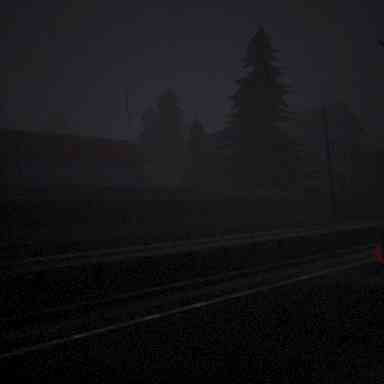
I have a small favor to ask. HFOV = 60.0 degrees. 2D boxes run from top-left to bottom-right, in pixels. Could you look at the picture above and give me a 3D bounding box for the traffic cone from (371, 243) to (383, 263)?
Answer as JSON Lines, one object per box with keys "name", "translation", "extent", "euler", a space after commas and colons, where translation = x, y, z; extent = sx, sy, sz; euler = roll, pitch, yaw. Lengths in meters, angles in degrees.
{"name": "traffic cone", "translation": [6.073, 1.958, 10.829], "extent": [0.340, 0.580, 0.340], "euler": [0, 0, -37]}
